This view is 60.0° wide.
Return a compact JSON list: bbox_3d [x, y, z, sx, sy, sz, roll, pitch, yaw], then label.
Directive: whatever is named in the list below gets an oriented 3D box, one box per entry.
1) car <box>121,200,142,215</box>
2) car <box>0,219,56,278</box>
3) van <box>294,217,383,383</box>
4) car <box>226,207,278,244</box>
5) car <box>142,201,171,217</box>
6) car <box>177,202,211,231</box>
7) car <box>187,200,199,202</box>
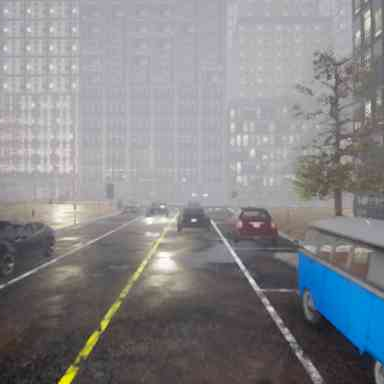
[{"bbox_3d":[-5.802,1.515,32.756,2.008,1.369,4.403,1,0,0],"label":"car"},{"bbox_3d":[-5.680,1.555,10.187,1.947,1.339,4.313,1,0,0],"label":"car"},{"bbox_3d":[2.703,1.337,4.536,1.690,1.788,3.998,1,0,0],"label":"van"},{"bbox_3d":[2.704,1.424,15.819,1.967,1.590,4.097,1,0,0],"label":"car"},{"bbox_3d":[-3.010,1.531,30.280,1.994,1.385,4.181,0,0,1],"label":"car"},{"bbox_3d":[0.105,1.542,20.376,1.994,1.385,4.181,0,0,0],"label":"car"},{"bbox_3d":[0.110,1.526,34.486,1.994,1.385,4.181,0,0,0],"label":"car"}]
